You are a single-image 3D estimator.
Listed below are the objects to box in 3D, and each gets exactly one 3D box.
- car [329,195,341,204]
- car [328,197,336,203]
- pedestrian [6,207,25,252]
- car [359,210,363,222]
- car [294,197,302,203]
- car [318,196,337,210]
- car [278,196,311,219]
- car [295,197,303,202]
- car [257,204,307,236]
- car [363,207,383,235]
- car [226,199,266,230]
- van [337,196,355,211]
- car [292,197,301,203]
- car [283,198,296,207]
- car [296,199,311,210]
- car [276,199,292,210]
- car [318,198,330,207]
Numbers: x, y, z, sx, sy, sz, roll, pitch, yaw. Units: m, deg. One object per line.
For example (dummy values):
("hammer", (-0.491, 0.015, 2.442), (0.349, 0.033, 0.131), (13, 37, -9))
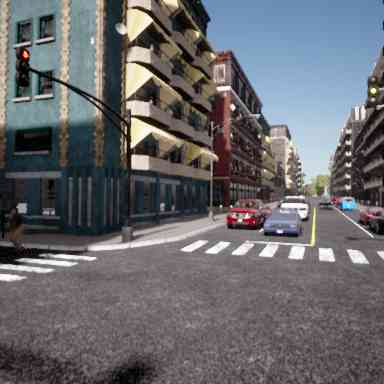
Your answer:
("car", (33.007, 1.717, 77.022), (2.192, 1.841, 5.009), (1, 0, 20))
("car", (36.946, 1.973, 87.625), (1.752, 1.417, 4.829), (1, 0, 20))
("pedestrian", (-6.990, 1.479, 13.242), (0.375, 1.860, 0.375), (0, 0, 21))
("car", (13.579, 1.768, 24.808), (1.802, 1.307, 4.206), (1, 0, 20))
("car", (27.103, 1.958, 85.204), (1.802, 1.307, 4.206), (1, 0, 20))
("car", (19.231, 1.752, 47.749), (2.128, 1.511, 4.902), (0, 0, 20))
("car", (9.002, 1.383, 29.073), (2.150, 2.045, 5.566), (0, 0, 21))
("car", (29.045, 1.980, 90.426), (1.802, 1.307, 4.206), (1, 0, 20))
("car", (5.491, 1.670, 19.708), (2.033, 1.411, 5.357), (0, 0, 21))
("car", (11.637, 1.730, 19.587), (1.947, 1.339, 4.313), (1, 0, 20))
("car", (3.802, 1.431, 22.545), (2.192, 1.841, 5.009), (1, 0, 20))
("van", (21.353, 1.613, 45.695), (1.690, 1.788, 3.998), (1, 0, 20))
("car", (25.162, 1.898, 79.983), (1.887, 1.381, 4.507), (1, 0, 20))
("car", (17.392, 1.832, 59.096), (1.947, 1.339, 4.313), (1, 0, 20))
("car", (16.169, 1.745, 48.120), (1.837, 1.490, 4.892), (0, 0, 20))
("car", (13.508, 1.789, 48.653), (1.947, 1.339, 4.313), (1, 0, 20))
("car", (22.850, 1.827, 57.480), (1.812, 1.442, 4.674), (0, 0, 20))
